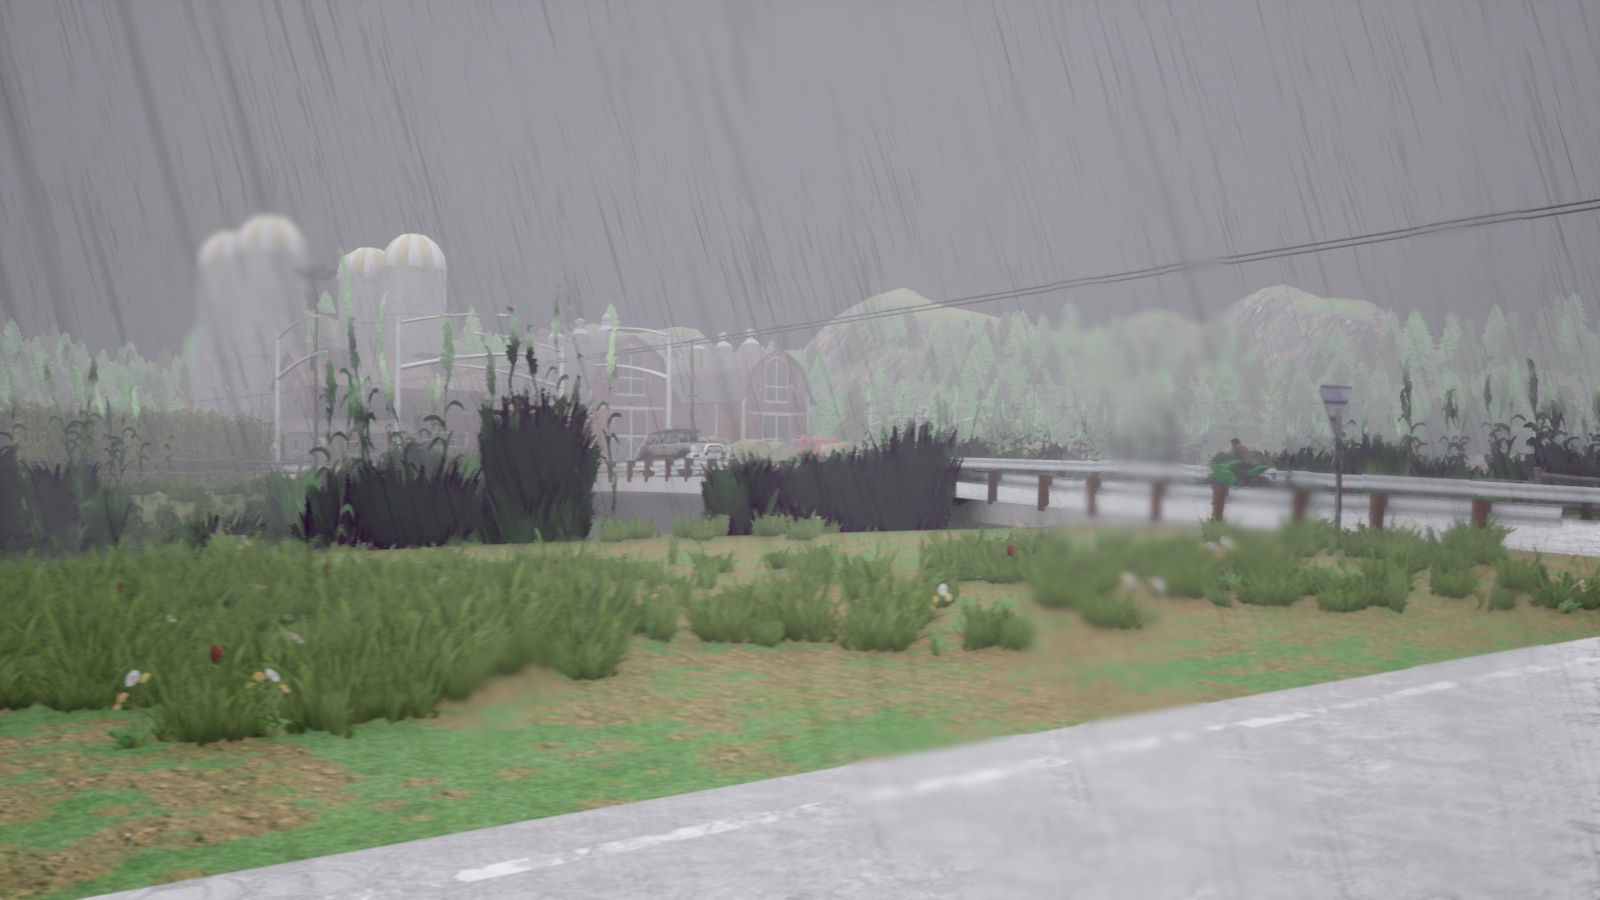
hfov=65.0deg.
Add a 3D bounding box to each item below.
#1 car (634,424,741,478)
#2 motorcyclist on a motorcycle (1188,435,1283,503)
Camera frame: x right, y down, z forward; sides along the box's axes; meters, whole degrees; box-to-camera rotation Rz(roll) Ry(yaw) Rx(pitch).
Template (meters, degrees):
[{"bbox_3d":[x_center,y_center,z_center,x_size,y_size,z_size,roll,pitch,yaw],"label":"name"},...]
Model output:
[{"bbox_3d":[-4.225,0.085,46.385,1.932,1.855,4.605,0,-2,-34],"label":"car"},{"bbox_3d":[10.424,0.427,30.137,0.797,1.523,2.044,0,2,-33],"label":"motorcyclist on a motorcycle"}]
